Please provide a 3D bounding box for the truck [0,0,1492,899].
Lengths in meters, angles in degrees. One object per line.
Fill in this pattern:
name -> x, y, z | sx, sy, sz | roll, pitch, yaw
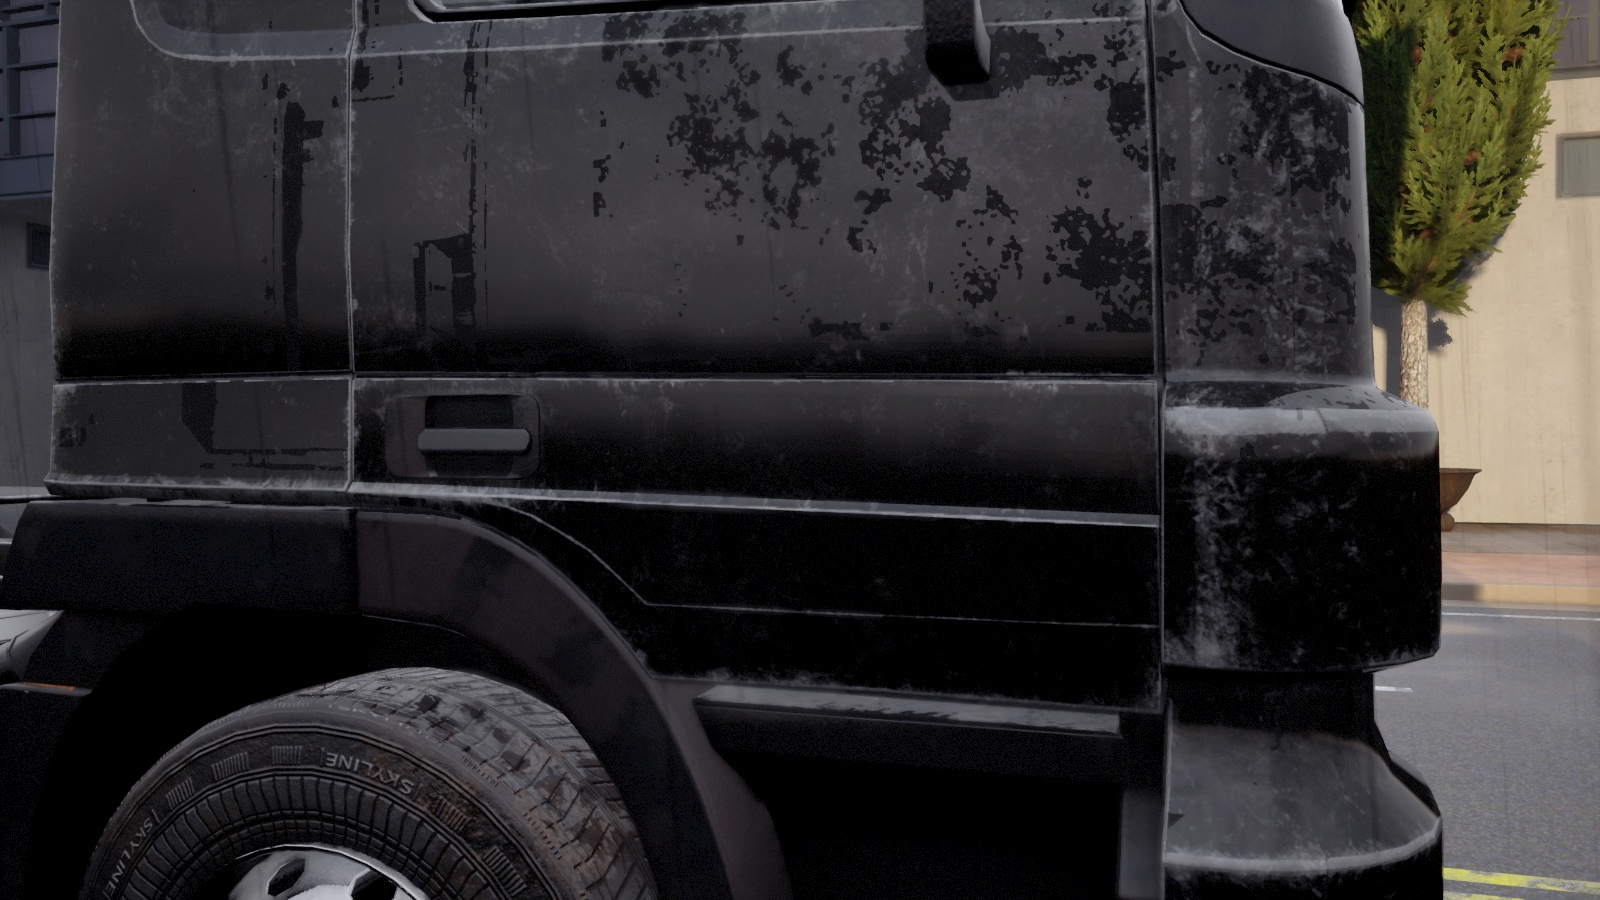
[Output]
truck -> -2.510, -0.230, 4.057 | 7.936, 3.462, 2.891 | 1, 1, 19
